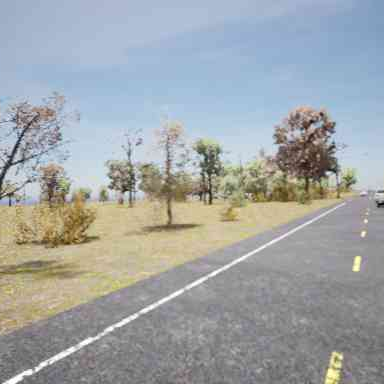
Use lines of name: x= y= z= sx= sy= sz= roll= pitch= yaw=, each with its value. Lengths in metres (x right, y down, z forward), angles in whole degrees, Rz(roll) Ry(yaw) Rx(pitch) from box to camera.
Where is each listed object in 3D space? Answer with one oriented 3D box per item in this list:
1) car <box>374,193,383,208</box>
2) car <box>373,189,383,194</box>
car: x=22.479 y=1.093 z=38.587 sx=1.895 sy=1.301 sz=4.718 roll=-2 pitch=0 yaw=29
car: x=27.993 y=0.588 z=48.810 sx=2.150 sy=2.045 sz=5.566 roll=-2 pitch=0 yaw=29
